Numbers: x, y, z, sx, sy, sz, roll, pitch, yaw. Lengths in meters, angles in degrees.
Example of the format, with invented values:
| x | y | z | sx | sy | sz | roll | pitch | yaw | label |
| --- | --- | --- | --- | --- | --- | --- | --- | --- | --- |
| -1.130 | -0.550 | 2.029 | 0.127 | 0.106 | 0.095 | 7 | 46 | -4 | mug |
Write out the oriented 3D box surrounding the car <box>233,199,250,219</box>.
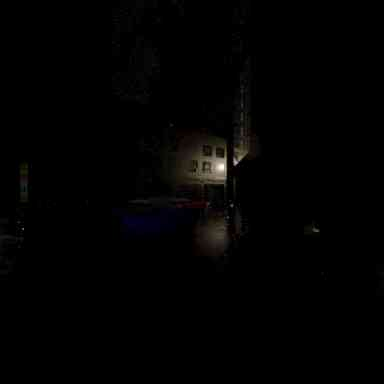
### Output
| x | y | z | sx | sy | sz | roll | pitch | yaw | label |
| --- | --- | --- | --- | --- | --- | --- | --- | --- | --- |
| 5.151 | 1.279 | 24.585 | 2.008 | 1.369 | 4.403 | 1 | 1 | 36 | car |

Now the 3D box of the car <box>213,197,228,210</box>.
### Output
| x | y | z | sx | sy | sz | roll | pitch | yaw | label |
| --- | --- | --- | --- | --- | --- | --- | --- | --- | --- |
| 1.474 | 1.165 | 34.105 | 1.947 | 1.339 | 4.313 | 1 | 2 | 36 | car |

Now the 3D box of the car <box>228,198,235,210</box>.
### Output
| x | y | z | sx | sy | sz | roll | pitch | yaw | label |
| --- | --- | --- | --- | --- | --- | --- | --- | --- | --- |
| 5.396 | 1.072 | 35.010 | 2.128 | 1.511 | 4.902 | 0 | 1 | 36 | car |

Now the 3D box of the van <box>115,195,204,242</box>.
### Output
| x | y | z | sx | sy | sz | roll | pitch | yaw | label |
| --- | --- | --- | --- | --- | --- | --- | --- | --- | --- |
| -1.366 | 1.207 | 15.452 | 1.690 | 1.788 | 3.998 | 1 | 1 | 36 | van |

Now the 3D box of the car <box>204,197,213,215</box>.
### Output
| x | y | z | sx | sy | sz | roll | pitch | yaw | label |
| --- | --- | --- | --- | --- | --- | --- | --- | --- | --- |
| -0.607 | 1.060 | 26.617 | 2.097 | 1.767 | 4.553 | 0 | 1 | 36 | car |

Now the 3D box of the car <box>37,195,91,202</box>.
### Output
| x | y | z | sx | sy | sz | roll | pitch | yaw | label |
| --- | --- | --- | --- | --- | --- | --- | --- | --- | --- |
| -8.304 | 1.122 | 20.405 | 2.192 | 1.841 | 5.009 | 1 | 1 | 36 | car |

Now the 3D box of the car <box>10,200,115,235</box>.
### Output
| x | y | z | sx | sy | sz | roll | pitch | yaw | label |
| --- | --- | --- | --- | --- | --- | --- | --- | --- | --- |
| -6.592 | 1.382 | 18.237 | 2.033 | 1.411 | 5.357 | 0 | 1 | 36 | car |
